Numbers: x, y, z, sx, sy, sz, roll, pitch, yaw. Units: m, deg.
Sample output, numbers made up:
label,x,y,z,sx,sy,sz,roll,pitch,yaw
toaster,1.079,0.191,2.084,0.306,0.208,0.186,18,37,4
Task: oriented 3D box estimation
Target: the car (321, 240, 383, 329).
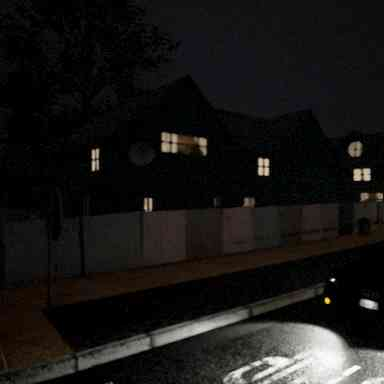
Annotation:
label,x,y,z,sx,sy,sz,roll,pitch,yaw
car,4.356,1.573,6.380,4.181,1.385,1.994,0,0,-37
